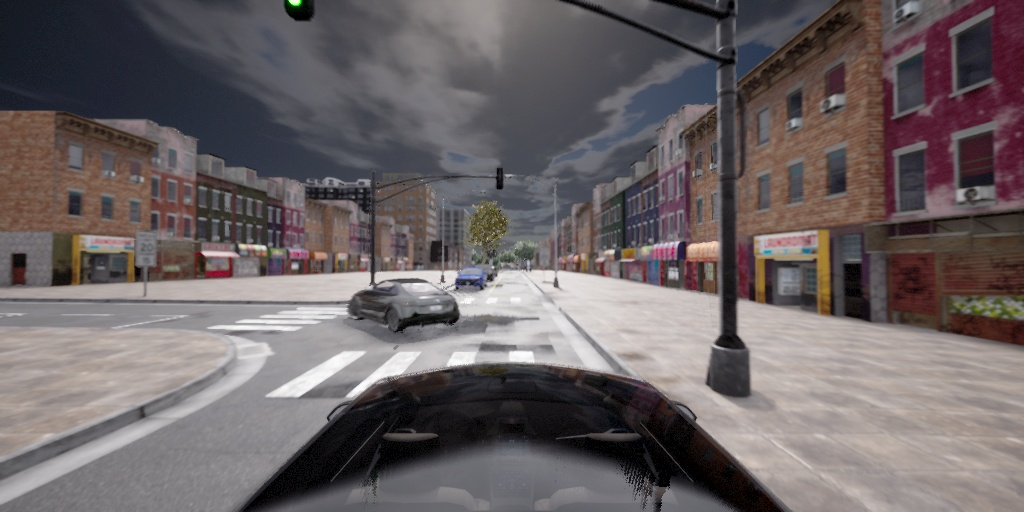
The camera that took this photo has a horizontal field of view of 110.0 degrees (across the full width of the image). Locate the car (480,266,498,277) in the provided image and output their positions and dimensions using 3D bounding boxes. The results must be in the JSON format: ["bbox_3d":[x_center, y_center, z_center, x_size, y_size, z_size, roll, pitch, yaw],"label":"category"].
[{"bbox_3d":[-2.830,1.938,45.635,1.994,1.385,4.181,0,-1,1],"label":"car"}]

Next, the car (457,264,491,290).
[{"bbox_3d":[-2.846,1.544,25.879,1.882,1.535,5.008,0,-1,0],"label":"car"}]

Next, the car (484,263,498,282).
[{"bbox_3d":[-2.846,1.571,35.714,2.097,1.767,4.553,0,-1,0],"label":"car"}]

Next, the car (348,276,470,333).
[{"bbox_3d":[-3.467,1.391,11.207,1.994,1.385,4.181,2,-1,-44],"label":"car"}]
